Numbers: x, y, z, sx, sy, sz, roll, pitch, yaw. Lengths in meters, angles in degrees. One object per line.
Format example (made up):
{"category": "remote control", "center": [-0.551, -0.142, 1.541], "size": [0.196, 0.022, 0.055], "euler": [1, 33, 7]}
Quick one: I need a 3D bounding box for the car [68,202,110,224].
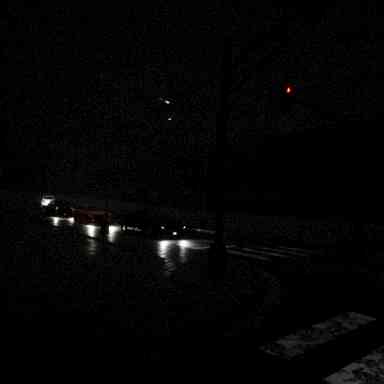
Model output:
{"category": "car", "center": [-8.232, 1.770, 27.243], "size": [1.882, 1.535, 5.008], "euler": [4, -3, -36]}

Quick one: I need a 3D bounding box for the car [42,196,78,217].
{"category": "car", "center": [-14.084, 1.679, 35.419], "size": [2.097, 1.767, 4.553], "euler": [4, -2, -35]}

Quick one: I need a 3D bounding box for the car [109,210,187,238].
{"category": "car", "center": [-2.511, 1.761, 19.211], "size": [2.033, 1.411, 5.357], "euler": [4, -3, -38]}

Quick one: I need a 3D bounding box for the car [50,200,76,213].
{"category": "car", "center": [-17.731, 1.941, 45.439], "size": [2.128, 1.511, 4.902], "euler": [4, -2, -35]}

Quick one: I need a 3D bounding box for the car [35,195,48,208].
{"category": "car", "center": [-23.602, 1.549, 53.570], "size": [2.150, 2.045, 5.566], "euler": [4, -1, -36]}
